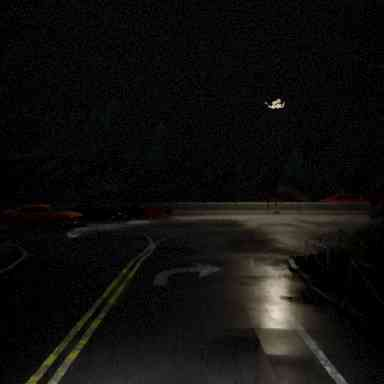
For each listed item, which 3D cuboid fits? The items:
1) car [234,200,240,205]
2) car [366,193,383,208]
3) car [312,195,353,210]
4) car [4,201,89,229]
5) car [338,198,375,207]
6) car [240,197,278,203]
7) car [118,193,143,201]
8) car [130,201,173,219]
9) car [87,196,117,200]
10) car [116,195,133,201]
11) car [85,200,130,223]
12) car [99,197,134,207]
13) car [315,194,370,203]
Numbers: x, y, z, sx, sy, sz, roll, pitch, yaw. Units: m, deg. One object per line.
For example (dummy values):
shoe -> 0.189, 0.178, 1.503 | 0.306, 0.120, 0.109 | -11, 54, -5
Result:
car -> 8.917, 1.469, 50.658 | 4.902, 1.511, 2.128 | 0, 0, -1
car -> 28.171, 1.213, 47.330 | 5.566, 2.045, 2.150 | 0, 0, 0
car -> 18.411, 1.359, 43.748 | 4.553, 1.767, 2.097 | 0, 0, -1
car -> -9.848, 1.577, 22.276 | 5.008, 1.535, 1.882 | 0, 0, -1
car -> 25.073, 1.577, 50.800 | 4.718, 1.301, 1.895 | 0, 0, 0
car -> 9.733, 1.497, 47.167 | 4.892, 1.490, 1.837 | 0, 0, -1
car -> -9.731, 1.216, 46.978 | 5.566, 2.045, 2.150 | 0, 0, -1
car -> -3.991, 1.670, 29.335 | 4.718, 1.301, 1.895 | 0, 0, -1
car -> -11.979, 1.501, 39.958 | 5.008, 1.535, 1.882 | 0, 0, -1
car -> -10.691, 1.501, 43.470 | 4.902, 1.511, 2.128 | 0, 0, -1
car -> -7.534, 1.610, 25.813 | 4.674, 1.442, 1.812 | 0, 0, -1
car -> -11.370, 1.485, 50.464 | 4.892, 1.490, 1.837 | 0, 0, -1
car -> 17.974, 1.243, 40.244 | 5.566, 2.045, 2.150 | 0, 0, -1
